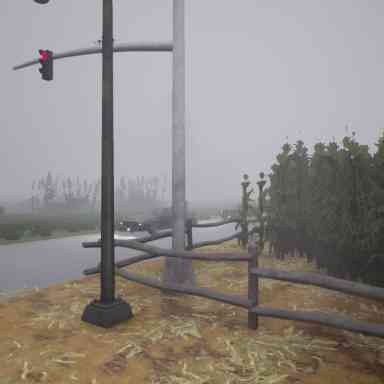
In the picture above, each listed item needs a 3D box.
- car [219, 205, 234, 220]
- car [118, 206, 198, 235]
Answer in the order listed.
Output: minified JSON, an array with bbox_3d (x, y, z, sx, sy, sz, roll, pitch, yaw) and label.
[{"bbox_3d":[4.188,1.601,27.761,1.895,1.301,4.718,0,0,36],"label":"car"},{"bbox_3d":[-1.747,1.547,19.355,2.033,1.411,5.357,0,0,35],"label":"car"}]
